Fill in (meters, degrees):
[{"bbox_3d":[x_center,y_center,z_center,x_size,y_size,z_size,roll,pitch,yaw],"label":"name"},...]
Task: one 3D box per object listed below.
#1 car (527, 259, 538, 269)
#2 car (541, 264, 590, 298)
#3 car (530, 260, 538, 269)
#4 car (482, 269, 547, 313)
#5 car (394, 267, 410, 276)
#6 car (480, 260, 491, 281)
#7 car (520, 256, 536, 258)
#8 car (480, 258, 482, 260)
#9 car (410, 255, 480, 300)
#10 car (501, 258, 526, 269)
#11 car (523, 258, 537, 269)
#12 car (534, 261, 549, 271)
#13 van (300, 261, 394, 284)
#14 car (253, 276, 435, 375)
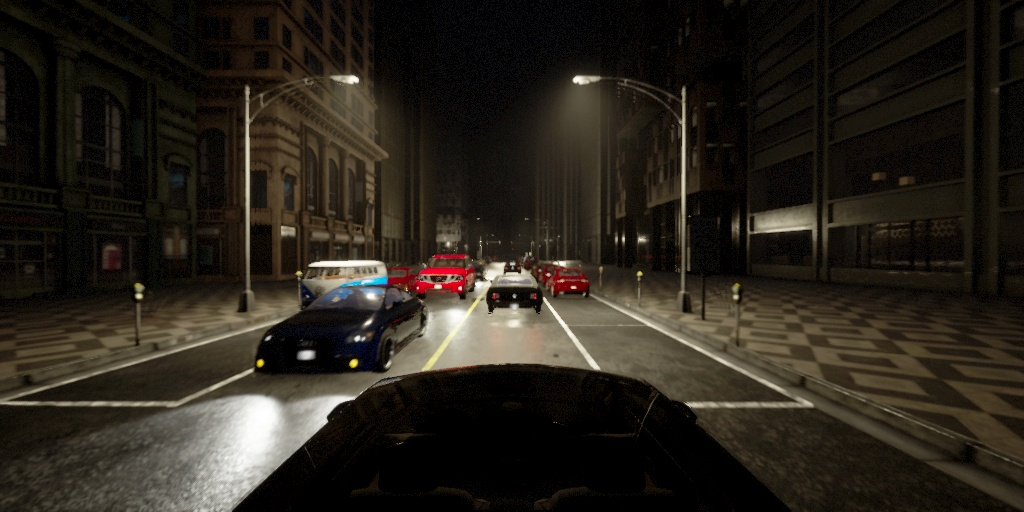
[{"bbox_3d":[2.725,1.232,35.049,1.751,1.417,4.829,0,0,0],"label":"car"},{"bbox_3d":[2.755,1.274,18.303,1.888,1.381,4.507,0,0,0],"label":"car"},{"bbox_3d":[2.735,1.259,29.353,1.888,1.381,4.507,0,0,0],"label":"car"},{"bbox_3d":[0.084,1.332,13.782,1.895,1.301,4.718,0,0,0],"label":"car"},{"bbox_3d":[-5.800,1.262,18.307,1.888,1.381,4.507,0,0,0],"label":"car"},{"bbox_3d":[-3.123,1.254,29.359,2.033,1.411,5.357,0,0,0],"label":"car"},{"bbox_3d":[2.695,1.001,51.455,2.192,1.841,5.009,0,0,0],"label":"car"},{"bbox_3d":[-5.847,1.225,51.457,2.007,1.370,4.403,0,0,0],"label":"car"},{"bbox_3d":[-3.108,0.943,17.957,2.150,2.045,5.566,0,0,0],"label":"car"},{"bbox_3d":[0.049,1.248,37.022,2.033,1.411,5.357,0,0,0],"label":"car"},{"bbox_3d":[2.705,1.238,45.930,1.888,1.381,4.507,0,0,0],"label":"car"},{"bbox_3d":[2.745,1.266,23.828,1.888,1.381,4.507,0,0,0],"label":"car"},{"bbox_3d":[-5.792,1.066,12.782,1.690,1.789,3.998,0,0,0],"label":"van"},{"bbox_3d":[-3.096,1.302,7.394,1.994,1.385,4.181,0,0,0],"label":"car"}]
